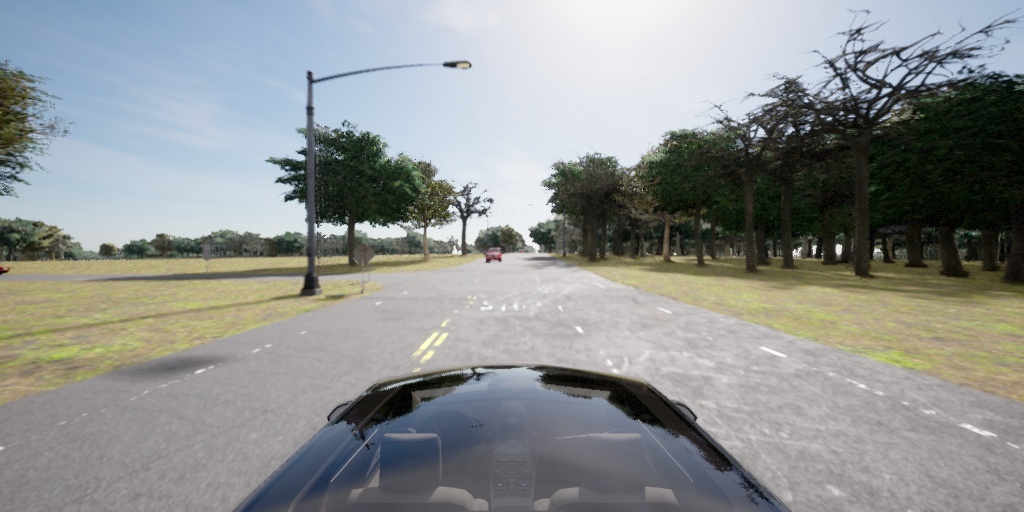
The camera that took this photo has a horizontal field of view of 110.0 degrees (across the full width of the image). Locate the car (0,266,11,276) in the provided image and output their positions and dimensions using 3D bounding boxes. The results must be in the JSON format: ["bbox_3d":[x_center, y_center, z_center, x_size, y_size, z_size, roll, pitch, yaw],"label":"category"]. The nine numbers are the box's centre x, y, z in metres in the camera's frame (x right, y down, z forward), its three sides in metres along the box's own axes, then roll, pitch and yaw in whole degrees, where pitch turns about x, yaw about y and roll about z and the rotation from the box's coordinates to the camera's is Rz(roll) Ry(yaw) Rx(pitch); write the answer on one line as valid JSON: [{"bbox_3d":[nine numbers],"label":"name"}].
[{"bbox_3d":[-49.891,1.240,33.184,4.718,1.301,1.895,0,0,2],"label":"car"}]

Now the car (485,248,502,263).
[{"bbox_3d":[-2.554,-0.138,51.519,2.150,2.045,5.566,0,2,2],"label":"car"}]
